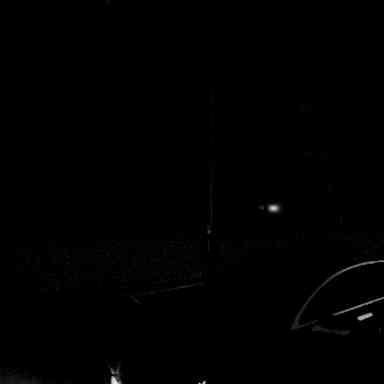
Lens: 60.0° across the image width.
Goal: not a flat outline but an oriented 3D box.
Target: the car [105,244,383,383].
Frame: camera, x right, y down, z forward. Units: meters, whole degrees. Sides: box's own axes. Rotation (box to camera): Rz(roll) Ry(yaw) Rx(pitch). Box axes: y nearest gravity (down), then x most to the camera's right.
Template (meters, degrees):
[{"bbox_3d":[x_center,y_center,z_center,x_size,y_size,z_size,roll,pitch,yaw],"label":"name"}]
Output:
[{"bbox_3d":[1.401,1.501,4.234,4.892,1.490,1.837,0,0,-31],"label":"car"}]
